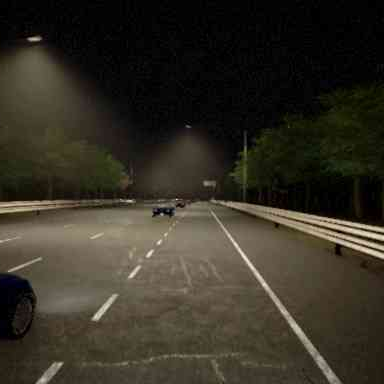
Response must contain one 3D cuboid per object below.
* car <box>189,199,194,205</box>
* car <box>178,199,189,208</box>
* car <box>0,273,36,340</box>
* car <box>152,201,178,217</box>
[{"bbox_3d":[-1.305,2.650,90.244,2.097,1.767,4.553,1,-1,2],"label":"car"},{"bbox_3d":[-2.140,2.285,61.135,1.895,1.301,4.718,1,-1,2],"label":"car"},{"bbox_3d":[-3.511,1.494,3.567,1.812,1.442,4.674,1,0,1],"label":"car"},{"bbox_3d":[-2.826,1.852,34.158,1.895,1.301,4.718,1,-1,1],"label":"car"}]
